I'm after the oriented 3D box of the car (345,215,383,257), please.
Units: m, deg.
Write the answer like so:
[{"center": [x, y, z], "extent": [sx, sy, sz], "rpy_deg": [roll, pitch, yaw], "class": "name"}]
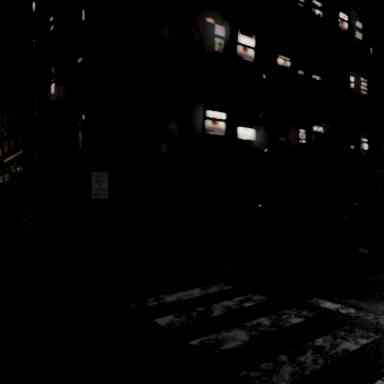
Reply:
[{"center": [7.152, 1.471, 11.669], "extent": [4.313, 1.339, 1.947], "rpy_deg": [-1, 0, -35], "class": "car"}]
